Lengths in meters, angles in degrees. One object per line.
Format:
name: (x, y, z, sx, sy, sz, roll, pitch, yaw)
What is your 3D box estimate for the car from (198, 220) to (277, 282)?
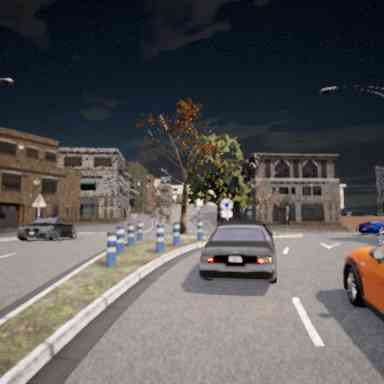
car: (1.445, 1.501, 9.567, 2.033, 1.411, 5.357, -1, -1, 12)

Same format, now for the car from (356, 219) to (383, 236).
car: (18.291, 3.385, 31.694, 5.008, 1.535, 1.882, 3, -8, -21)

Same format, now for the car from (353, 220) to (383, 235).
car: (20.343, 3.874, 35.825, 4.902, 1.511, 2.128, 2, -6, -4)

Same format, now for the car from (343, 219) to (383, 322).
car: (3.904, 1.288, 4.827, 2.097, 1.767, 4.553, -1, 1, 6)

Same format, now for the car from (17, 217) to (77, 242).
car: (-8.537, 2.214, 19.981, 1.994, 1.385, 4.181, 0, -5, 4)
